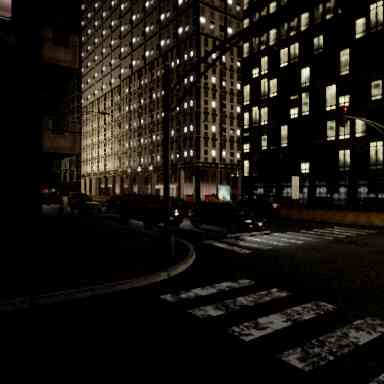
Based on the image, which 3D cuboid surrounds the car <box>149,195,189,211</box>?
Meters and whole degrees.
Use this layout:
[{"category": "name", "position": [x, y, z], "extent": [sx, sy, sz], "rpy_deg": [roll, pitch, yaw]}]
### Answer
[{"category": "car", "position": [-2.363, 1.070, 33.281], "extent": [1.947, 1.339, 4.313], "rpy_deg": [1, 0, -36]}]

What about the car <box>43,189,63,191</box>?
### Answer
[{"category": "car", "position": [-25.516, 0.382, 60.618], "extent": [1.994, 1.385, 4.181], "rpy_deg": [0, 1, -36]}]

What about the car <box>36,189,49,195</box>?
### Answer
[{"category": "car", "position": [-35.038, -0.010, 78.107], "extent": [1.887, 1.381, 4.507], "rpy_deg": [1, 0, -36]}]

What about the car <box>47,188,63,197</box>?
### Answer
[{"category": "car", "position": [-28.500, 0.099, 69.141], "extent": [1.967, 1.590, 4.097], "rpy_deg": [1, 0, -36]}]

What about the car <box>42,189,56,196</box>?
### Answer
[{"category": "car", "position": [-31.770, 0.097, 73.625], "extent": [1.887, 1.381, 4.507], "rpy_deg": [1, 0, -36]}]

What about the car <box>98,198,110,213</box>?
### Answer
[{"category": "car", "position": [-5.768, 1.024, 28.101], "extent": [2.128, 1.511, 4.902], "rpy_deg": [0, 1, -36]}]

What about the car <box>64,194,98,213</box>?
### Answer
[{"category": "car", "position": [-9.098, 1.067, 28.294], "extent": [1.802, 1.307, 4.206], "rpy_deg": [2, 0, -36]}]

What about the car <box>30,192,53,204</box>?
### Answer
[{"category": "car", "position": [-18.898, 0.753, 41.738], "extent": [1.802, 1.307, 4.206], "rpy_deg": [2, 0, -36]}]

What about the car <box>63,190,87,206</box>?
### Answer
[{"category": "car", "position": [-12.602, 0.818, 37.492], "extent": [1.837, 1.490, 4.892], "rpy_deg": [0, 1, -36]}]

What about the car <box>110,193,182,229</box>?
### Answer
[{"category": "car", "position": [-2.557, 1.008, 19.330], "extent": [2.192, 1.841, 5.009], "rpy_deg": [2, 0, -36]}]

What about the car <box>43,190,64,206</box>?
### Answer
[{"category": "car", "position": [-15.631, 0.827, 37.257], "extent": [2.008, 1.369, 4.403], "rpy_deg": [2, 0, -36]}]

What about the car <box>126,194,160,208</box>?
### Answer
[{"category": "car", "position": [-5.631, 0.966, 37.764], "extent": [1.947, 1.339, 4.313], "rpy_deg": [1, 0, -36]}]

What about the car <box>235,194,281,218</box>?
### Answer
[{"category": "car", "position": [4.178, 1.027, 24.315], "extent": [2.192, 1.841, 5.009], "rpy_deg": [1, 0, -36]}]

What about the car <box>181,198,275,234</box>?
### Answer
[{"category": "car", "position": [1.791, 1.272, 18.010], "extent": [1.837, 1.490, 4.892], "rpy_deg": [0, 1, -39]}]
